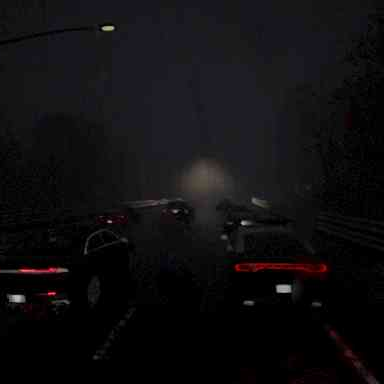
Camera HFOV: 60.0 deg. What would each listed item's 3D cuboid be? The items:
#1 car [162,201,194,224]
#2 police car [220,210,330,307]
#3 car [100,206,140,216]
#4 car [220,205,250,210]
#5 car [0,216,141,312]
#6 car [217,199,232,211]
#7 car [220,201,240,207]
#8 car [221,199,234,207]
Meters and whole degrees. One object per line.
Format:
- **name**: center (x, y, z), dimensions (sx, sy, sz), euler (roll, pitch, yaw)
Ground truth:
- **car**: center (-1.017, 1.530, 26.881), dimensions (2.097, 1.767, 4.553), euler (0, -1, 6)
- **police car**: center (1.769, 1.468, 8.270), dimensions (1.930, 1.638, 5.238), euler (0, 0, 4)
- **car**: center (-4.910, 1.699, 23.060), dimensions (1.812, 1.442, 4.674), euler (0, -1, 5)
- **car**: center (2.582, 1.627, 18.001), dimensions (1.812, 1.442, 4.674), euler (0, 0, 5)
- **car**: center (-2.702, 1.555, 7.901), dimensions (2.128, 1.511, 4.902), euler (0, 0, 4)
- **car**: center (4.384, 1.840, 44.664), dimensions (1.994, 1.385, 4.181), euler (0, 0, 8)
- **car**: center (3.135, 1.643, 23.900), dimensions (1.837, 1.490, 4.892), euler (0, 0, 6)
- **car**: center (6.445, 1.928, 60.148), dimensions (2.033, 1.411, 5.357), euler (0, 0, 8)
